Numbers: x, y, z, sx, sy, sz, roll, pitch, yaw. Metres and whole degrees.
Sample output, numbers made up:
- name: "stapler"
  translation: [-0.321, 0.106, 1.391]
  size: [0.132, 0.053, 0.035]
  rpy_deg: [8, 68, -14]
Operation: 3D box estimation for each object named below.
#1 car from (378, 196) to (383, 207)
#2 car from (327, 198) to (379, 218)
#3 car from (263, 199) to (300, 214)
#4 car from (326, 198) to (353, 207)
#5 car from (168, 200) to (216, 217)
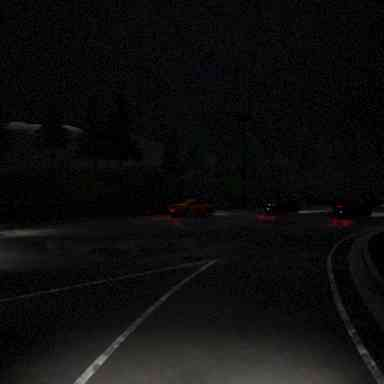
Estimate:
- name: "car"
  translation: [26.891, 1.577, 50.108]
  size: [4.718, 1.301, 1.895]
  rpy_deg: [0, 0, -41]
- name: "car"
  translation: [14.550, 1.477, 29.959]
  size: [4.902, 1.511, 2.128]
  rpy_deg: [0, 0, -41]
- name: "car"
  translation: [9.406, 1.476, 34.757]
  size: [4.902, 1.511, 2.128]
  rpy_deg: [0, 0, -41]
- name: "car"
  translation: [22.712, 1.577, 51.093]
  size: [4.718, 1.301, 1.895]
  rpy_deg: [0, 0, -41]
- name: "car"
  translation: [0.069, 1.464, 31.218]
  size: [5.008, 1.535, 1.882]
  rpy_deg: [0, 0, -41]
